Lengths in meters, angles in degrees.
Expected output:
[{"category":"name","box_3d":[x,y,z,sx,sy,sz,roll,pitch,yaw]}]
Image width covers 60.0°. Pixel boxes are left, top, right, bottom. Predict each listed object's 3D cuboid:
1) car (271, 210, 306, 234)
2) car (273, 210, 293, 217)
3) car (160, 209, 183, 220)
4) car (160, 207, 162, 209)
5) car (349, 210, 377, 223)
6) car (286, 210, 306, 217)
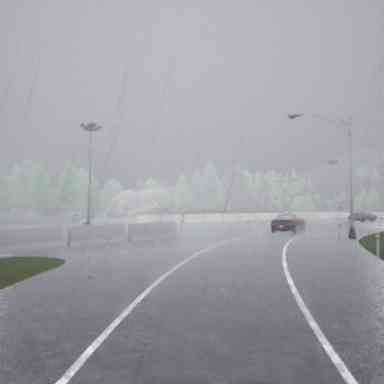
[{"category":"car","box_3d":[7.891,2.518,27.032,1.882,1.535,5.008,-2,-3,29]},{"category":"car","box_3d":[21.191,4.965,77.381,4.674,1.442,1.812,3,-4,-36]},{"category":"car","box_3d":[-4.119,3.867,54.693,5.357,1.411,2.033,2,-3,-35]},{"category":"car","box_3d":[-5.813,3.668,57.794,5.566,2.045,2.150,2,-3,-36]},{"category":"car","box_3d":[22.306,3.195,43.235,4.902,1.511,2.128,3,-4,-39]},{"category":"car","box_3d":[23.251,4.830,74.555,4.674,1.442,1.812,3,-4,-36]}]
